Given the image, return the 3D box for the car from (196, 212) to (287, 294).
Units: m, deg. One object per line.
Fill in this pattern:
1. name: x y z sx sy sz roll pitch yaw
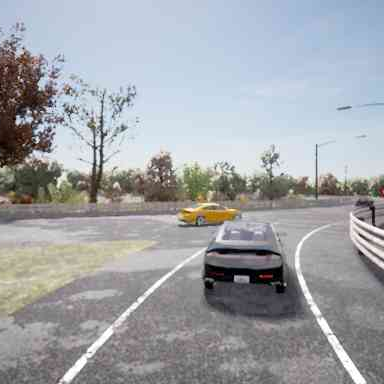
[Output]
1. car: 1.495 1.523 8.981 2.128 1.511 4.902 0 0 12

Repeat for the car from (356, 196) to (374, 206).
1. car: 29.898 1.551 57.306 2.097 1.767 4.553 0 0 38

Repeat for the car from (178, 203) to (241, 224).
1. car: 1.394 1.559 24.119 5.008 1.535 1.882 0 0 -29
